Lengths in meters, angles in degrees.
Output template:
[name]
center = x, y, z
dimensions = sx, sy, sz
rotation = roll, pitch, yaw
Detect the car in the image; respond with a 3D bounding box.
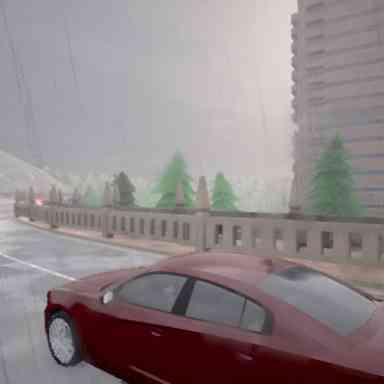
[car]
center = 0.145, 1.496, 4.074
dimensions = 5.008, 1.535, 1.882
rotation = 0, 0, 37

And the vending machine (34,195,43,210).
[vending machine]
center = -21.512, 1.488, 46.611
dimensions = 1.100, 2.100, 0.880
rotation = 0, 0, -19
